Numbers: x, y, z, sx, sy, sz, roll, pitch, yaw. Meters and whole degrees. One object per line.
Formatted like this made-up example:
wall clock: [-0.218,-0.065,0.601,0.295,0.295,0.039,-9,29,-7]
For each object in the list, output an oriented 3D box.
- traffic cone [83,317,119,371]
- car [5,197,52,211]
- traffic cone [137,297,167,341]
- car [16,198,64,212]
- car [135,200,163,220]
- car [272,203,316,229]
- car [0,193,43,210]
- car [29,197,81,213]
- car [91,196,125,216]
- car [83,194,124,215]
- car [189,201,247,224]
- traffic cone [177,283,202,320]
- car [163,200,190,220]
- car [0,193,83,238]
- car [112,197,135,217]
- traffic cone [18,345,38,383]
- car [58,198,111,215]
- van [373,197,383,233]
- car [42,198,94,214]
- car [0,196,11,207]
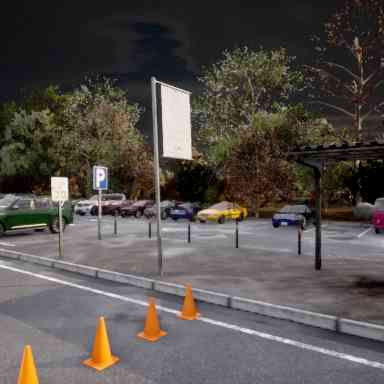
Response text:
traffic cone: [-1.201,1.957,4.408,0.340,0.580,0.340,0,0,35]
car: [-20.257,1.449,41.306,2.163,1.488,4.792,0,0,35]
traffic cone: [-0.626,1.957,5.225,0.340,0.580,0.340,0,0,35]
car: [-18.013,1.466,39.659,2.163,1.488,4.792,0,0,35]
car: [-2.093,1.472,28.522,2.231,1.521,4.892,0,0,35]
car: [6.973,1.513,22.112,2.163,1.488,4.792,0,0,35]
car: [-22.559,1.150,42.853,2.435,2.045,5.566,0,0,35]
car: [-15.621,1.441,38.241,1.946,1.575,5.366,0,0,35]
car: [-6.637,1.464,31.712,2.097,1.535,5.008,0,0,35]
car: [-8.927,1.210,33.279,2.435,2.045,5.566,0,0,35]
car: [2.339,1.474,25.175,1.946,1.575,5.366,0,0,35]
traffic cone: [-0.051,1.957,6.041,0.340,0.580,0.340,0,0,36]
car: [0.191,1.503,26.946,2.163,1.488,4.792,0,0,35]
car: [-8.918,1.219,17.290,2.435,2.045,5.566,0,0,35]
car: [-4.365,1.467,30.117,2.097,1.535,5.008,0,0,35]
traffic cone: [-1.776,1.957,3.592,0.340,0.580,0.340,0,0,35]
car: [-11.185,1.459,34.893,2.231,1.521,4.892,0,0,35]
van: [11.599,1.264,19.042,1.878,1.987,4.442,0,0,35]
car: [-13.458,1.452,36.490,2.097,1.535,5.008,0,0,35]
car: [-29.252,1.329,47.816,1.946,1.575,5.366,1,0,35]
